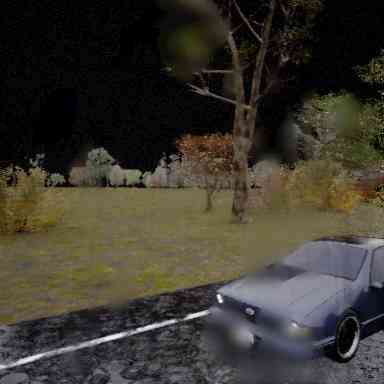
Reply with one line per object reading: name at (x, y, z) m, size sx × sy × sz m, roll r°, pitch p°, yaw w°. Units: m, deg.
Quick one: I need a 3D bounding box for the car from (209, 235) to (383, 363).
car at (2.892, 1.552, 6.056) m, size 5.357 × 1.411 × 2.033 m, roll 0°, pitch 0°, yaw -36°
